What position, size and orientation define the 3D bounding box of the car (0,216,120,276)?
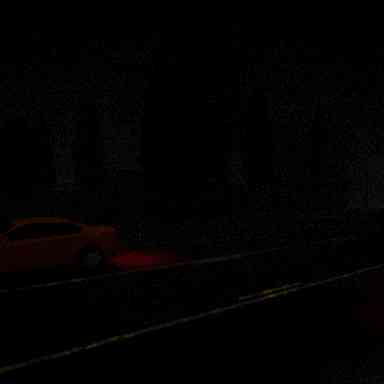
[{"bbox_3d":[-4.553,1.469,9.328,5.008,1.535,1.882,0,0,-35],"label":"car"}]
